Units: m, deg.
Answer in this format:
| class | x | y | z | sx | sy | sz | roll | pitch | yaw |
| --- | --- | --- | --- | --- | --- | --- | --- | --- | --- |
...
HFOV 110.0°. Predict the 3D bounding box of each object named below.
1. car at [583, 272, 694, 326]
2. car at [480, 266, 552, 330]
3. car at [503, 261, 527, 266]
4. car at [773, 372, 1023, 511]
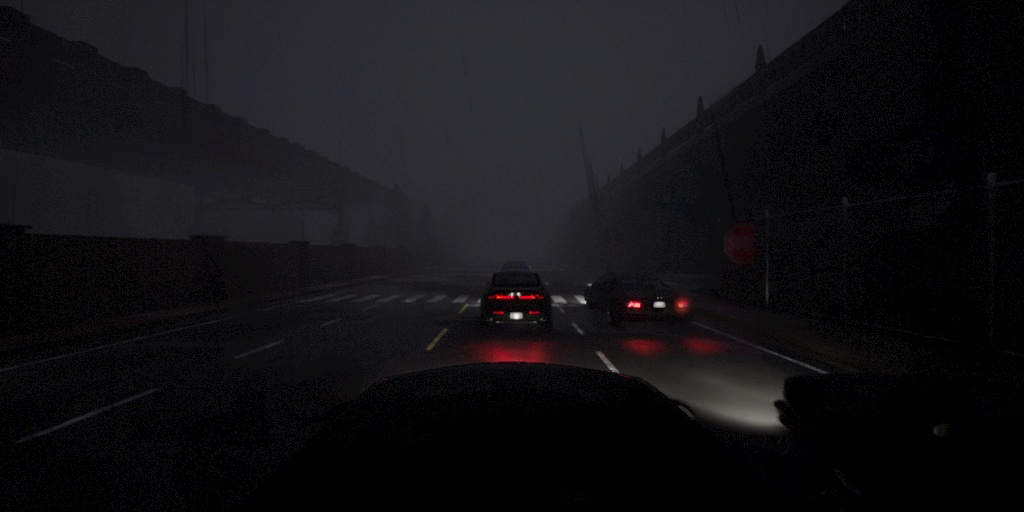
| class | x | y | z | sx | sy | sz | roll | pitch | yaw |
| --- | --- | --- | --- | --- | --- | --- | --- | --- | --- |
| car | 3.605 | 1.214 | 11.282 | 2.033 | 1.411 | 5.357 | 0 | 0 | 0 |
| car | 0.105 | 1.172 | 10.816 | 1.837 | 1.490 | 4.892 | 0 | 0 | 0 |
| car | 0.222 | 1.043 | 22.805 | 1.882 | 1.535 | 5.008 | 0 | 1 | 1 |
| car | 3.598 | 1.302 | 1.211 | 2.033 | 1.411 | 5.357 | 0 | 1 | 1 |
